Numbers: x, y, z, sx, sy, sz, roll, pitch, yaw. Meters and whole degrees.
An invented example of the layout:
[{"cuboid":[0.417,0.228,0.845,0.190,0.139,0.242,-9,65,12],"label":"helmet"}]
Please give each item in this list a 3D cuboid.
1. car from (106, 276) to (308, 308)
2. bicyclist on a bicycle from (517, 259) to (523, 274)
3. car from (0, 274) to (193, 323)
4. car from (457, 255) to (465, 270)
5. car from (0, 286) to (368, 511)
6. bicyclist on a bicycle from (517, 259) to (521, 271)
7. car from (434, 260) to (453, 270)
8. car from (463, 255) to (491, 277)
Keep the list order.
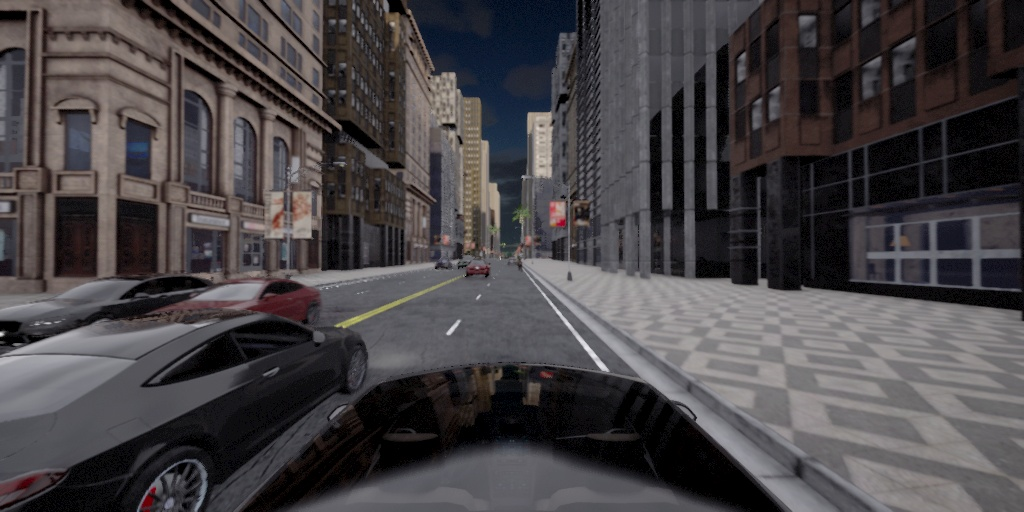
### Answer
[{"cuboid":[-6.596,1.270,9.011,1.812,1.442,4.674,0,0,0],"label":"car"},{"cuboid":[0.914,1.160,38.212,0.582,1.620,1.656,0,0,0],"label":"bicyclist on a bicycle"},{"cuboid":[-9.846,1.249,9.307,1.837,1.490,4.892,0,0,0],"label":"car"},{"cuboid":[-6.531,0.905,52.141,2.150,2.045,5.566,0,0,1],"label":"car"},{"cuboid":[-3.153,1.274,3.678,1.812,1.442,4.674,0,0,0],"label":"car"},{"cuboid":[0.920,1.146,47.219,0.582,1.620,1.656,0,0,0],"label":"bicyclist on a bicycle"},{"cuboid":[-9.780,1.234,51.771,2.033,1.411,5.357,0,0,1],"label":"car"},{"cuboid":[-3.133,1.065,34.492,2.097,1.767,4.553,0,0,0],"label":"car"}]
